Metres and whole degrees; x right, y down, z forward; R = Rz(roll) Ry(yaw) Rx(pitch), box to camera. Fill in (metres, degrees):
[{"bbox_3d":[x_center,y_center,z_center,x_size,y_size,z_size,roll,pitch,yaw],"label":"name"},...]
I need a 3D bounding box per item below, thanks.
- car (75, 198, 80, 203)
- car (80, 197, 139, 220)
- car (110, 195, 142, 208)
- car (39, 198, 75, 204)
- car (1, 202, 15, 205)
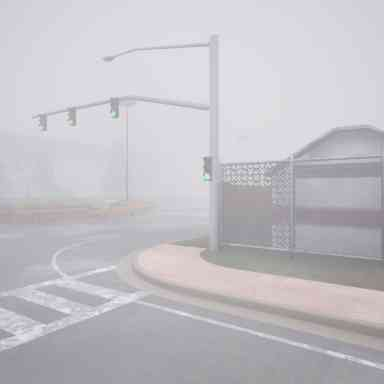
[{"bbox_3d":[-15.129,1.505,40.870,1.837,1.490,4.892,0,0,34],"label":"car"},{"bbox_3d":[-6.587,1.477,28.097,1.882,1.535,5.008,0,0,34],"label":"car"},{"bbox_3d":[-9.682,1.352,49.006,2.097,1.767,4.553,0,0,34],"label":"car"},{"bbox_3d":[-14.946,1.564,34.849,1.994,1.385,4.181,0,0,34],"label":"car"},{"bbox_3d":[-20.372,1.547,33.028,2.033,1.411,5.357,0,0,34],"label":"car"}]
